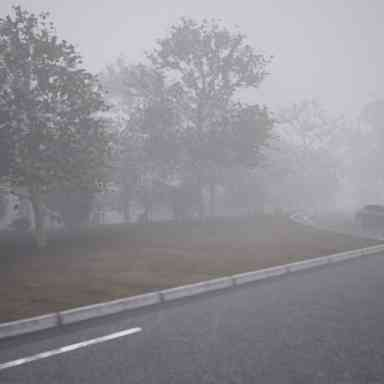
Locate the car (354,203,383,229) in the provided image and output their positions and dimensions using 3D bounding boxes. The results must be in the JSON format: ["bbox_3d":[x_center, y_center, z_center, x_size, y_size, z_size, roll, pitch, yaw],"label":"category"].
[{"bbox_3d":[10.741,1.368,18.000,1.837,1.490,4.892,-1,0,-4],"label":"car"}]
